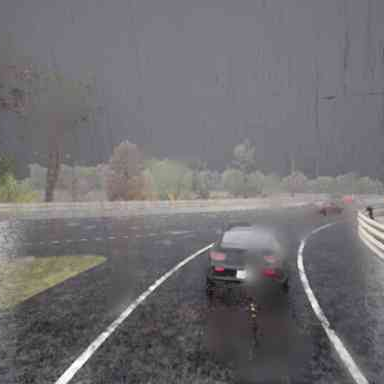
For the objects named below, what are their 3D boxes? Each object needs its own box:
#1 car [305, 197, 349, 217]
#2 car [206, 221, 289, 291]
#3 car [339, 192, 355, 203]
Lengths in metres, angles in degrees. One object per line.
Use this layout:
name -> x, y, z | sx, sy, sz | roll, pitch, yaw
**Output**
car -> 11.950, 1.448, 29.970 | 4.674, 1.442, 1.812 | 0, 0, -42
car -> 1.562, 1.498, 8.963 | 1.812, 1.442, 4.674 | 0, 0, 13
car -> 30.097, 1.194, 64.065 | 2.097, 1.767, 4.553 | 0, 0, 26
